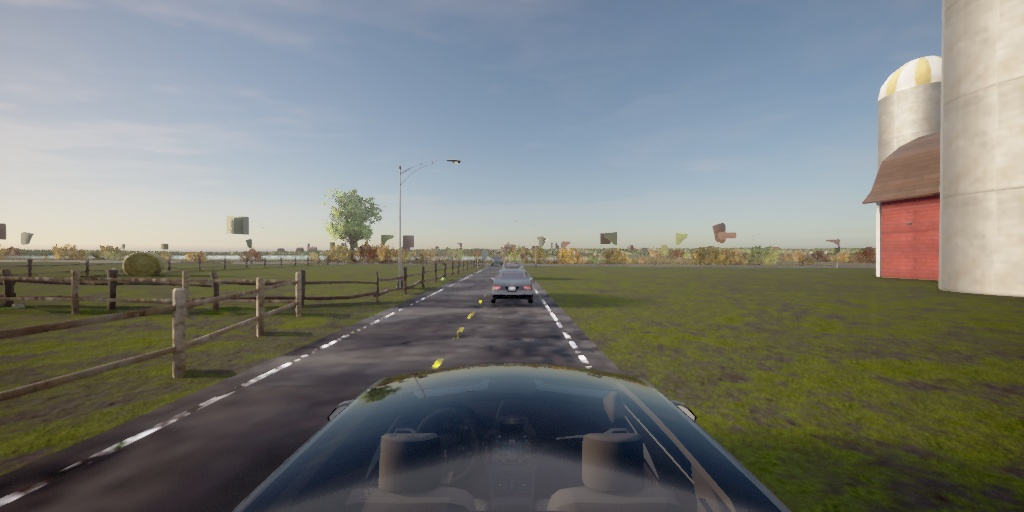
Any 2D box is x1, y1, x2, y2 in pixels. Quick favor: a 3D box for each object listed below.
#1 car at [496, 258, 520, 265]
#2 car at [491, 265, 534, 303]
[{"bbox_3d":[0.000,1.231,31.499,2.128,1.511,4.902,0,0,0],"label":"car"},{"bbox_3d":[0.000,1.308,16.501,2.033,1.411,5.357,0,0,0],"label":"car"}]
